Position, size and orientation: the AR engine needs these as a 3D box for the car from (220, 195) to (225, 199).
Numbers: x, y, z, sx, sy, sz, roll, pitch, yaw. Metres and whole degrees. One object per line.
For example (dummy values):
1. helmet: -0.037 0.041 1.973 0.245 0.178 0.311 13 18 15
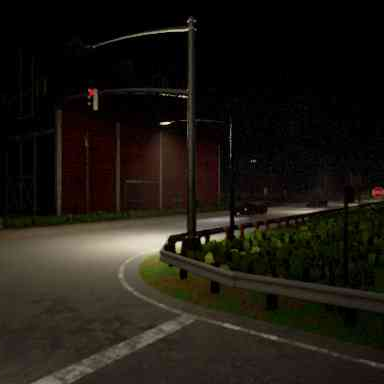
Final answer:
1. car: 6.042 1.526 78.167 1.816 1.474 4.193 0 0 36

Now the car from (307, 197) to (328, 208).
1. car: 18.429 1.505 48.799 1.882 1.535 5.008 0 0 37

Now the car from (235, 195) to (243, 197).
1. car: 12.618 1.540 89.289 1.784 1.438 3.905 0 0 36

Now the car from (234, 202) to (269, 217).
1. car: 5.452 1.625 31.472 1.895 1.301 4.718 0 0 37
